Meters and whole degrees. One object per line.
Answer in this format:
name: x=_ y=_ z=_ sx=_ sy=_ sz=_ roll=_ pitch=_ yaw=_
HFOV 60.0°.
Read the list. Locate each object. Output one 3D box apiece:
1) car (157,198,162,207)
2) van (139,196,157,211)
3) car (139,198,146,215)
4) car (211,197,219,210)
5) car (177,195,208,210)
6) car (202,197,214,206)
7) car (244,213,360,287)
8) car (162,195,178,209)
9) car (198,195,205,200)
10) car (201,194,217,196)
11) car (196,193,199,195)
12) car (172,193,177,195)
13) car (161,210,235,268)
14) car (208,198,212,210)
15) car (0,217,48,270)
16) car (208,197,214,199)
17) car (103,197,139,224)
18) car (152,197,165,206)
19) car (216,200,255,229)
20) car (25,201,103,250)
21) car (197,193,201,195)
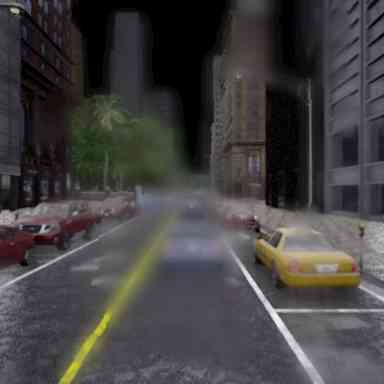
car: x=-5.771 y=1.467 z=46.956 sx=1.967 sy=1.590 sz=4.097 roll=0 pitch=0 yaw=0
van: x=-5.771 y=1.364 z=41.530 sx=1.690 sy=1.788 sz=3.998 roll=0 pitch=0 yaw=0
car: x=-5.769 y=1.559 z=30.677 sx=1.887 sy=1.381 sz=4.507 roll=0 pitch=0 yaw=0
car: x=2.756 y=1.451 z=25.240 sx=1.967 sy=1.590 sz=4.097 roll=0 pitch=0 yaw=0
car: x=0.067 y=1.365 z=29.655 sx=2.097 sy=1.767 sz=4.553 roll=0 pitch=0 yaw=0
car: x=2.754 y=1.599 z=57.791 sx=1.947 sy=1.339 sz=4.313 roll=0 pitch=0 yaw=0
car: x=2.758 y=1.528 z=9.135 sx=1.752 sy=1.417 sz=4.829 roll=0 pitch=0 yaw=0
car: x=-3.091 y=1.553 z=47.217 sx=1.812 sy=1.442 sz=4.674 roll=0 pitch=0 yaw=0
car: x=2.752 y=1.566 z=95.239 sx=1.752 sy=1.417 sz=4.829 roll=0 pitch=0 yaw=0
car: x=2.754 y=1.342 z=46.941 sx=2.192 sy=1.841 sz=5.009 roll=0 pitch=0 yaw=0
car: x=2.752 y=1.607 z=89.648 sx=1.947 sy=1.339 sz=4.313 roll=0 pitch=0 yaw=0
car: x=-5.773 y=1.592 z=89.667 sx=2.008 sy=1.369 sz=4.403 roll=0 pitch=0 yaw=0
car: x=0.043 y=1.551 z=11.216 sx=2.033 sy=1.411 sz=5.357 roll=0 pitch=0 yaw=0
car: x=2.755 y=1.560 z=30.666 sx=1.887 sy=1.381 sz=4.507 roll=0 pitch=0 yaw=0
car: x=-5.767 y=1.584 z=8.974 sx=1.802 sy=1.307 sz=4.206 roll=0 pitch=0 yaw=0
car: x=2.756 y=1.570 z=36.090 sx=2.008 sy=1.369 sz=4.403 roll=0 pitch=0 yaw=0
car: x=-5.770 y=1.326 z=25.252 sx=2.192 sy=1.841 sz=5.009 roll=0 pitch=0 yaw=0
car: x=-5.771 y=1.615 z=57.808 sx=1.802 sy=1.307 sz=4.206 roll=0 pitch=0 yaw=0
car: x=2.757 y=1.447 z=19.815 sx=1.967 sy=1.590 sz=4.097 roll=0 pitch=0 yaw=0
car: x=-5.768 y=1.319 z=14.399 sx=2.192 sy=1.841 sz=5.009 roll=0 pitch=0 yaw=0
car: x=2.752 y=1.606 z=84.228 sx=1.947 sy=1.339 sz=4.313 roll=0 pitch=0 yaw=0
